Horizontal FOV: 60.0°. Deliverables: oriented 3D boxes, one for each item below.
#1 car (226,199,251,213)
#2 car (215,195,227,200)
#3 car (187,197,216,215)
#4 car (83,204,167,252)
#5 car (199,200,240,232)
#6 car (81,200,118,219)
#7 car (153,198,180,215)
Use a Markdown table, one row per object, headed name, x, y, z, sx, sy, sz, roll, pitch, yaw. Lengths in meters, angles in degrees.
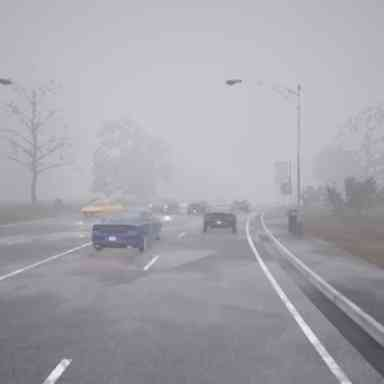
| name | x | y | z | sx | sy | sz | roll | pitch | yaw |
| --- | --- | --- | --- | --- | --- | --- | --- | --- | --- |
| car | 5.630 | 1.548 | 37.992 | 2.128 | 1.511 | 4.902 | 0 | 0 | 15 |
| car | 5.497 | 1.391 | 67.119 | 2.097 | 1.767 | 4.553 | 0 | 0 | 26 |
| car | 0.817 | 1.536 | 33.407 | 1.837 | 1.490 | 4.892 | 0 | 0 | 13 |
| car | -2.539 | 1.482 | 14.047 | 1.882 | 1.535 | 5.008 | 0 | 0 | 5 |
| car | 1.822 | 1.504 | 20.502 | 1.882 | 1.535 | 5.008 | 0 | 0 | 8 |
| car | -7.629 | 1.471 | 28.475 | 1.882 | 1.535 | 5.008 | 0 | 0 | 11 |
| car | -2.808 | 1.368 | 34.122 | 2.097 | 1.767 | 4.553 | 0 | 0 | 14 |
